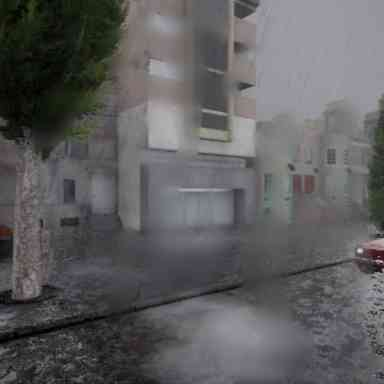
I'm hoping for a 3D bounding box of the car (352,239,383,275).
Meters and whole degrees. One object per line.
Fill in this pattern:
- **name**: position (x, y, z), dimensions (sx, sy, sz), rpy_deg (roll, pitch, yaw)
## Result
- **car**: position (6.500, 1.597, 9.241), dimensions (4.718, 1.301, 1.895), rpy_deg (0, 0, -35)
